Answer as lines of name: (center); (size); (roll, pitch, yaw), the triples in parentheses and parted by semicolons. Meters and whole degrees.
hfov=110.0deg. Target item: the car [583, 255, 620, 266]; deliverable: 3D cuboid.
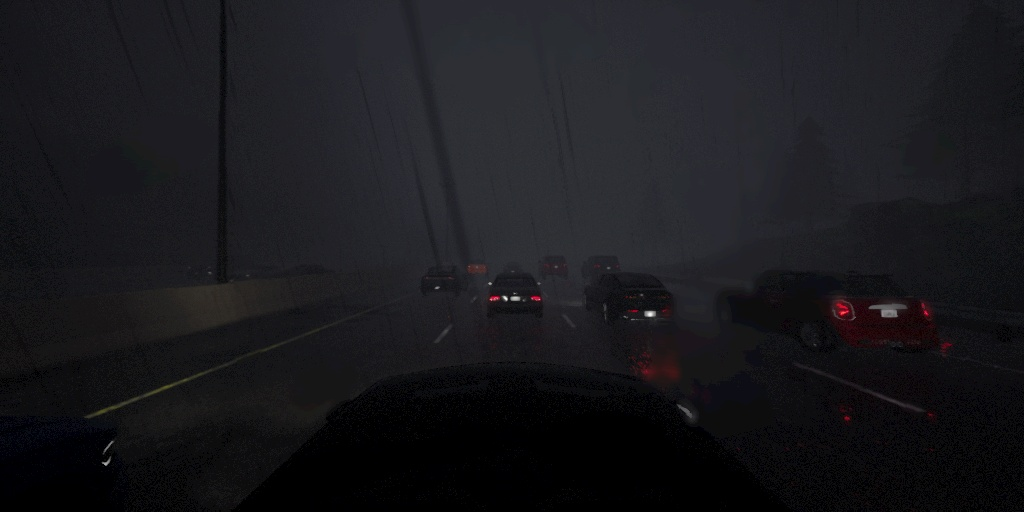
car: (7.094, 0.974, 28.992); (2.150, 2.045, 5.566); (0, 0, 0)

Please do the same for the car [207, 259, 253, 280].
car: (-21.103, 1.256, 28.559); (1.837, 1.490, 4.892); (0, 0, 0)

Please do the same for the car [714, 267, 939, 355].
car: (7.097, 1.103, 8.879); (2.097, 1.767, 4.553); (0, 0, 0)

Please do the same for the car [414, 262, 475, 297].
car: (-3.403, 1.243, 18.759); (2.128, 1.511, 4.902); (0, 0, 0)

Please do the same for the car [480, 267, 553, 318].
car: (0.097, 1.298, 13.020); (2.033, 1.411, 5.357); (0, 0, 0)

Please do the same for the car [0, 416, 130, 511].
car: (-3.405, 1.227, 0.198); (1.882, 1.535, 5.008); (0, 0, 0)

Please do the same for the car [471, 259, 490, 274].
car: (-3.411, 1.105, 37.019); (2.097, 1.767, 4.553); (0, 0, 0)

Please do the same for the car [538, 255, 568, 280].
car: (3.593, 0.974, 31.815); (2.150, 2.045, 5.566); (0, 0, 0)

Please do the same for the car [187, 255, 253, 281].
car: (-24.603, 0.970, 30.723); (2.150, 2.045, 5.566); (0, 0, 0)

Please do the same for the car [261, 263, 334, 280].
car: (-14.105, 1.299, 24.454); (2.033, 1.411, 5.357); (0, 0, 0)

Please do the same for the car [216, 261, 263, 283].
car: (-17.598, 1.277, 24.943); (1.812, 1.442, 4.674); (0, 0, 0)

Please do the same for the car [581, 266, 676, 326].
car: (3.597, 1.256, 11.752); (1.837, 1.490, 4.892); (0, 0, 0)

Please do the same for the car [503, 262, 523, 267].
car: (0.092, 1.278, 35.879); (1.812, 1.442, 4.674); (0, 0, 0)
